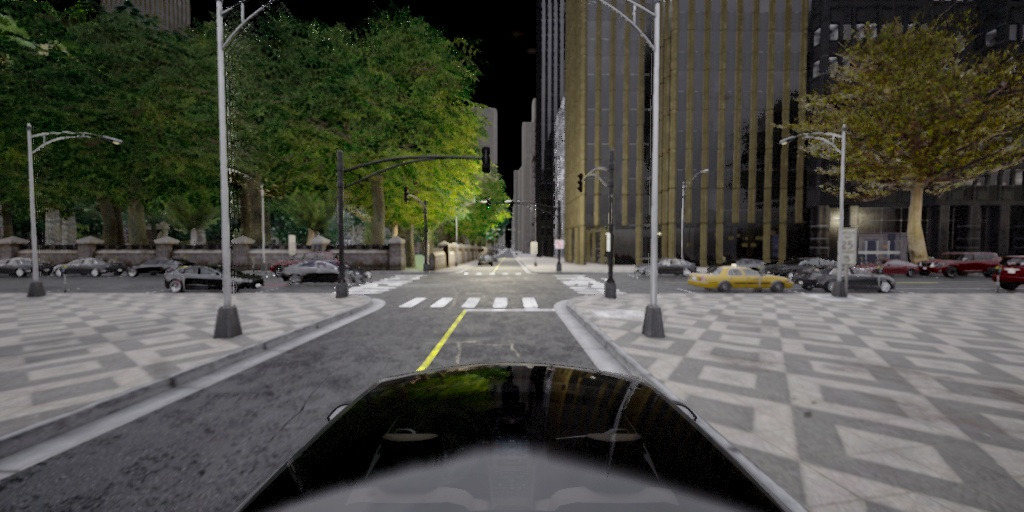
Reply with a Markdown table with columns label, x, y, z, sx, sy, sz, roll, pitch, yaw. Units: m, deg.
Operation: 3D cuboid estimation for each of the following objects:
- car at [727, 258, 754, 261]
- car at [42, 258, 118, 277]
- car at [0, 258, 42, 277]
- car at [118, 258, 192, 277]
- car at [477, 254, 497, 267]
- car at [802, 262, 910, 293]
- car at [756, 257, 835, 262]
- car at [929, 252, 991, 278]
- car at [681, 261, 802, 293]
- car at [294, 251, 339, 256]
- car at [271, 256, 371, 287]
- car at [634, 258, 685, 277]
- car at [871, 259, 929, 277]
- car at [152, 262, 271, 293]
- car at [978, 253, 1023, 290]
| label | x | y | z | sx | sy | sz | roll | pitch | yaw |
| --- | --- | --- | --- | --- | --- | --- | --- | --- | --- |
| car | 16.980 | 0.851 | 26.943 | 4.313 | 1.339 | 1.948 | 0 | 0 | 0 |
| car | -31.566 | 0.823 | 26.879 | 4.403 | 1.370 | 2.007 | 0 | 0 | 0 |
| car | -37.023 | 0.824 | 26.872 | 4.403 | 1.370 | 2.007 | 0 | 0 | 0 |
| car | -26.110 | 0.837 | 26.886 | 4.313 | 1.339 | 1.948 | 0 | 0 | 0 |
| car | -3.385 | 0.548 | 46.589 | 1.882 | 1.535 | 5.008 | 0 | 1 | 0 |
| car | 17.000 | 1.131 | 18.423 | 4.403 | 1.370 | 2.007 | 0 | 0 | 0 |
| car | 19.870 | 0.858 | 24.259 | 5.008 | 1.535 | 1.882 | 0 | 2 | 0 |
| car | 33.519 | 0.616 | 26.965 | 5.009 | 1.841 | 2.192 | 0 | 0 | 0 |
| car | 11.657 | 1.102 | 18.416 | 4.829 | 1.417 | 1.751 | 0 | 0 | 0 |
| car | -15.198 | 0.583 | 26.900 | 5.009 | 1.841 | 2.192 | 0 | 0 | 0 |
| car | -10.874 | 0.967 | 21.121 | 4.902 | 1.511 | 2.128 | 0 | 2 | 0 |
| car | 11.467 | 0.832 | 26.936 | 4.403 | 1.370 | 2.007 | 0 | 0 | 0 |
| car | 28.006 | 0.878 | 26.958 | 4.207 | 1.307 | 1.802 | 0 | 0 | 0 |
| car | -15.177 | 1.130 | 18.380 | 4.313 | 1.339 | 1.948 | 0 | 0 | 0 |
| car | 28.025 | 0.905 | 18.438 | 5.009 | 1.841 | 2.192 | 0 | 0 | 0 |
